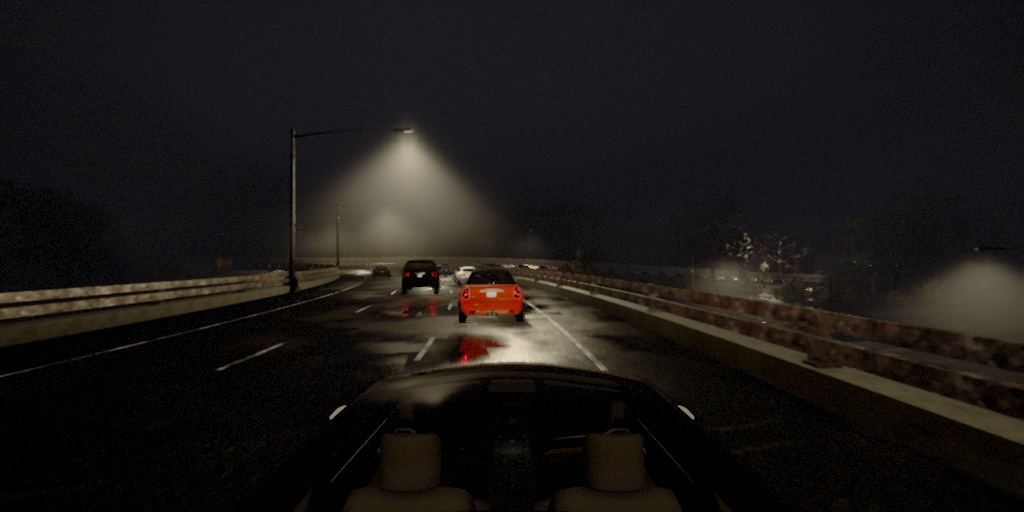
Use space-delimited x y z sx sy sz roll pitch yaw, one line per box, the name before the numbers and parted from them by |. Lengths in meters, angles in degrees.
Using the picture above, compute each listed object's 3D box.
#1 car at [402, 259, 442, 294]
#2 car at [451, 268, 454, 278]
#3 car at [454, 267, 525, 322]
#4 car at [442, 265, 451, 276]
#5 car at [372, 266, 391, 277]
car | -5.750 1.234 23.004 2.150 2.045 5.566 0 0 -11
car | -3.692 1.599 29.585 1.812 1.442 4.674 0 -1 -14
car | -0.817 1.231 13.122 2.097 1.767 4.553 0 -1 -5
car | -8.720 1.810 44.705 2.033 1.411 5.357 0 -1 -23
car | -16.070 1.852 44.045 1.994 1.385 4.181 0 -1 -24
